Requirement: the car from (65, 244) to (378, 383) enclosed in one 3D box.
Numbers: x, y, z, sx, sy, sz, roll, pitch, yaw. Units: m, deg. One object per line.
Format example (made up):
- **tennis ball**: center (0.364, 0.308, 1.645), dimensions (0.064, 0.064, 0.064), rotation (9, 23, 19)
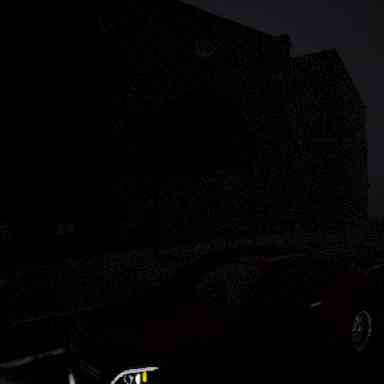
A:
- **car**: center (0.755, 1.517, 4.527), dimensions (4.674, 1.442, 1.812), rotation (0, 0, -36)
